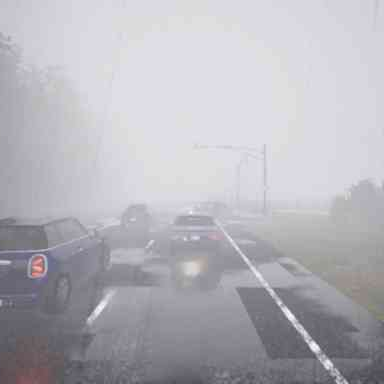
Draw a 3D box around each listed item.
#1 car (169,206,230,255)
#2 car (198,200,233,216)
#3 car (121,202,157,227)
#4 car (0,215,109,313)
[{"bbox_3d":[0.098,1.475,12.915,2.033,1.411,5.357,0,0,0],"label":"car"},{"bbox_3d":[1.856,1.391,27.884,2.033,1.411,5.357,0,0,25],"label":"car"},{"bbox_3d":[-3.402,1.405,21.627,1.812,1.442,4.674,0,0,0],"label":"car"},{"bbox_3d":[-3.401,1.309,7.697,2.097,1.767,4.553,0,0,0],"label":"car"}]
